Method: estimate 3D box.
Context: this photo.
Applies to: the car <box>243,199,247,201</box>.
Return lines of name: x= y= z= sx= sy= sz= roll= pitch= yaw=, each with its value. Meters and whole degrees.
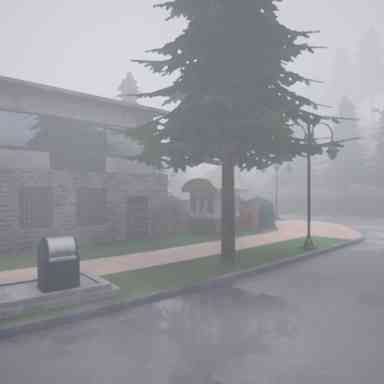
car: x=4.467 y=1.358 z=29.348 sx=4.674 sy=1.442 sz=1.812 roll=0 pitch=0 yaw=43
